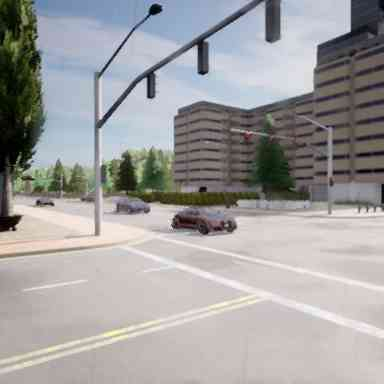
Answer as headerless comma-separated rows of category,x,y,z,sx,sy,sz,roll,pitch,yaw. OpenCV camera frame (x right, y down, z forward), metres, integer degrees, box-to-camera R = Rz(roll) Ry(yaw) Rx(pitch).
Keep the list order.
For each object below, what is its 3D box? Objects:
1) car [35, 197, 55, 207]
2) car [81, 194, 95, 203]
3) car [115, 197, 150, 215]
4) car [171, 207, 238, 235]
car,-22.470,1.518,50.659,2.033,1.411,5.357,0,0,-36
car,-21.200,1.277,68.164,2.097,1.767,4.553,0,0,-36
car,-6.036,1.313,33.681,2.097,1.767,4.553,0,0,-36
car,0.606,1.534,18.752,1.994,1.385,4.181,0,0,-36
